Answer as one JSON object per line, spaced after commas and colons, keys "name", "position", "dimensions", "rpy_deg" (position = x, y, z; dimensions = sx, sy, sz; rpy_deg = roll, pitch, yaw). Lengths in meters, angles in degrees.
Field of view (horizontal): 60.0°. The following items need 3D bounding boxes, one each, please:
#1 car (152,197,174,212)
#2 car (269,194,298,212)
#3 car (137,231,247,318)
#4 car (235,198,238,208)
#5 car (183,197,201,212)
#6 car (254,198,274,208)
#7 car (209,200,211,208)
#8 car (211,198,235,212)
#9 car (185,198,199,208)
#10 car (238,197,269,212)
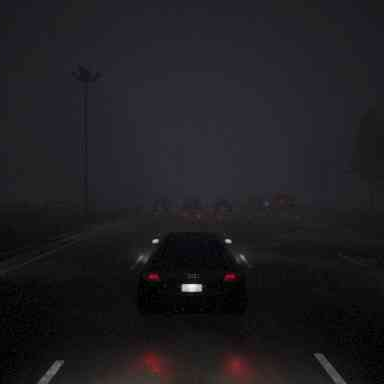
{"name": "car", "position": [-3.499, 1.502, 38.878], "dimensions": [1.837, 1.490, 4.892], "rpy_deg": [0, 0, 0]}
{"name": "car", "position": [10.499, 1.219, 38.370], "dimensions": [2.150, 2.045, 5.566], "rpy_deg": [0, 0, 0]}
{"name": "car", "position": [-0.002, 1.563, 7.539], "dimensions": [1.994, 1.385, 4.181], "rpy_deg": [0, 0, 0]}
{"name": "car", "position": [6.990, 1.544, 48.161], "dimensions": [2.033, 1.411, 5.357], "rpy_deg": [0, 0, 0]}
{"name": "car", "position": [0.001, 1.349, 38.861], "dimensions": [2.097, 1.767, 4.553], "rpy_deg": [0, 0, 0]}
{"name": "car", "position": [10.494, 1.598, 48.872], "dimensions": [1.895, 1.301, 4.718], "rpy_deg": [0, 0, 0]}
{"name": "car", "position": [3.494, 1.598, 48.895], "dimensions": [1.895, 1.301, 4.718], "rpy_deg": [0, 0, 0]}
{"name": "car", "position": [3.498, 1.502, 38.623], "dimensions": [1.837, 1.490, 4.892], "rpy_deg": [0, 0, 0]}
{"name": "car", "position": [-0.003, 1.598, 49.133], "dimensions": [1.895, 1.301, 4.718], "rpy_deg": [0, 0, 0]}
{"name": "car", "position": [6.998, 1.349, 38.421], "dimensions": [2.097, 1.767, 4.553], "rpy_deg": [0, 0, 0]}
